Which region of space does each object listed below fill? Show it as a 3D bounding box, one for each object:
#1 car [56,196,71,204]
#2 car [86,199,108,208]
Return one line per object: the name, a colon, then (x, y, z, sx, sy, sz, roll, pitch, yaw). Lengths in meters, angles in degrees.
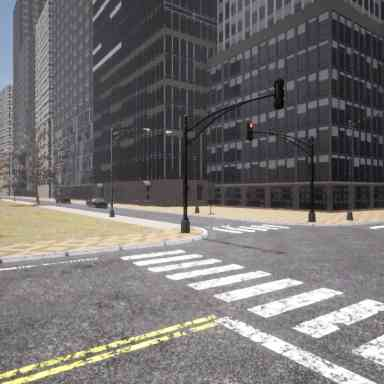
car: (-24.614, 1.511, 63.527, 1.837, 1.490, 4.892, 0, 0, -35)
car: (-13.874, 1.601, 48.201, 1.895, 1.301, 4.718, 0, 0, -35)
